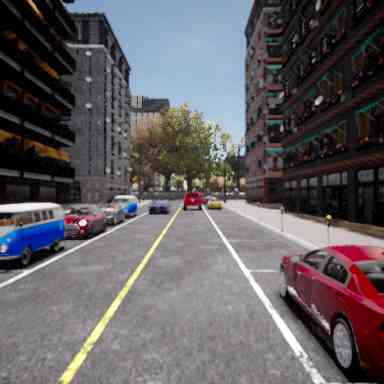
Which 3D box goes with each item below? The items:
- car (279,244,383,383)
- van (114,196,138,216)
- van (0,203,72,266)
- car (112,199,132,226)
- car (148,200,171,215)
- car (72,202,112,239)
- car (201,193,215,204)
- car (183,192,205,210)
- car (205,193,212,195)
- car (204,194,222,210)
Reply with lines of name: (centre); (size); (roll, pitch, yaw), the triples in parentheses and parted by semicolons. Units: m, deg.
car: (2.701, 1.520, 5.400); (1.887, 1.381, 4.507); (1, 0, 0)
van: (-5.653, 1.214, 28.119); (1.690, 1.788, 3.998); (1, 0, 0)
van: (-5.645, 1.291, 11.030); (1.690, 1.788, 3.998); (1, 0, 0)
car: (-5.654, 1.449, 22.425); (2.008, 1.369, 4.403); (1, 0, 0)
car: (-3.112, 1.455, 32.504); (1.895, 1.301, 4.718); (0, 0, 0)
car: (-5.650, 1.364, 16.727); (1.967, 1.590, 4.097); (1, 0, 0)
car: (2.682, 1.063, 56.666); (2.192, 1.841, 5.009); (1, 0, 0)
car: (0.082, 1.043, 40.413); (2.150, 2.045, 5.566); (0, 0, 0)
car: (2.681, 1.318, 50.971); (1.887, 1.381, 4.507); (1, 0, 0)
car: (2.686, 1.348, 39.748); (1.752, 1.417, 4.829); (1, 0, 0)
